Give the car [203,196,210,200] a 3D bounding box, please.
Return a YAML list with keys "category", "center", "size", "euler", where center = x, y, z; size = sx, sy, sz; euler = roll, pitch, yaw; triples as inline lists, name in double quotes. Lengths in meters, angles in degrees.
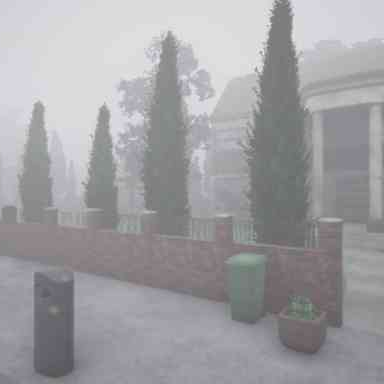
- category: "car"
  center: [2.178, 1.312, 52.881]
  size: [1.816, 1.474, 4.193]
  euler: [0, 0, 35]
